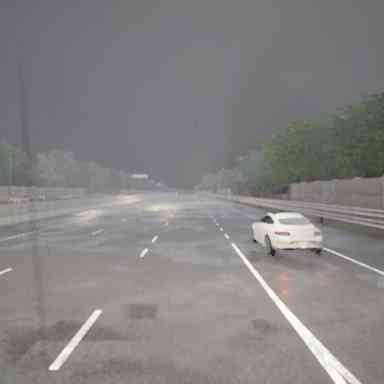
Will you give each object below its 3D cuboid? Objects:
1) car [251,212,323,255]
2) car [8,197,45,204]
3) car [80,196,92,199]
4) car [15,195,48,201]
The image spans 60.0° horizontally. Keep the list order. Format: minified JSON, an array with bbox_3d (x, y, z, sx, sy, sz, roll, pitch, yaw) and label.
[{"bbox_3d":[3.563,1.512,13.055,1.812,1.442,4.674,0,0,-1],"label":"car"},{"bbox_3d":[-17.636,1.508,34.843,1.994,1.385,4.181,0,0,0],"label":"car"},{"bbox_3d":[-17.641,1.458,55.281,1.837,1.490,4.892,0,0,0],"label":"car"},{"bbox_3d":[-21.136,1.476,44.834,2.033,1.411,5.357,0,0,0],"label":"car"}]
